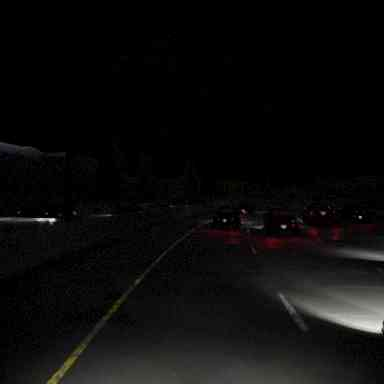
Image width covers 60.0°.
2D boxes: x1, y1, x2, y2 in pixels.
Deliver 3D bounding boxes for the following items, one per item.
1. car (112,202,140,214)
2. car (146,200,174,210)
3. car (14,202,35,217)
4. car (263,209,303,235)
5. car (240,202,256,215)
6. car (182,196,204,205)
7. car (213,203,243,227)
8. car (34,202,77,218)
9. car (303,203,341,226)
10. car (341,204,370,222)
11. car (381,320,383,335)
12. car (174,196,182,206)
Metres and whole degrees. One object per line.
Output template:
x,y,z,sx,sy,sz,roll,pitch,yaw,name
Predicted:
-8.061,1.940,41.244,1.812,1.442,4.674,0,-1,16,car
-4.208,1.995,41.909,1.994,1.385,4.181,0,-1,17,car
-16.746,1.824,35.597,2.128,1.511,4.902,0,-1,14,car
5.447,1.759,20.692,1.812,1.442,4.674,0,-1,9,car
6.668,1.954,40.973,1.837,1.490,4.892,0,-1,17,car
0.603,1.977,72.417,2.150,2.045,5.566,0,-1,27,car
2.662,1.796,24.962,1.812,1.442,4.674,0,-1,11,car
-13.536,1.887,33.880,1.994,1.385,4.181,0,-1,13,car
10.142,1.660,26.691,2.097,1.767,4.553,0,-1,11,car
14.416,1.856,29.749,1.837,1.490,4.892,0,-1,13,car
3.764,1.609,3.223,1.994,1.385,4.181,0,-1,1,car
-2.457,1.985,74.116,2.150,2.045,5.566,0,-1,27,car
